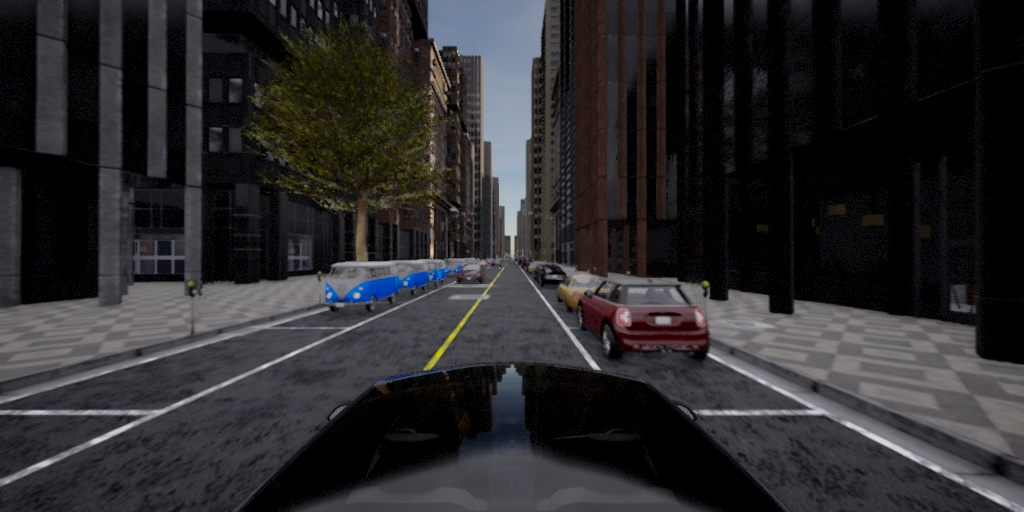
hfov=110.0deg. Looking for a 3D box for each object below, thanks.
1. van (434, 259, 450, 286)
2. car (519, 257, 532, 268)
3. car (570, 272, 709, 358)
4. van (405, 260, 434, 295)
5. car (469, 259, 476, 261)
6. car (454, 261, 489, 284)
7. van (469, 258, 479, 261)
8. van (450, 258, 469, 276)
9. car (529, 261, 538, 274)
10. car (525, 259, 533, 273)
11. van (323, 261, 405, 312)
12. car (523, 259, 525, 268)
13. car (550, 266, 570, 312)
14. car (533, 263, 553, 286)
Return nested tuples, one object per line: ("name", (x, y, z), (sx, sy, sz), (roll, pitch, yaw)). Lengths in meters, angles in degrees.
("van", (-5.750, 1.149, 25.346), (1.690, 1.789, 3.998), (0, 0, 0))
("car", (2.796, 1.235, 64.680), (2.192, 1.841, 5.009), (0, 0, 0))
("car", (2.766, 1.206, 8.492), (1.967, 1.591, 4.097), (0, 0, 0))
("van", (-5.753, 1.134, 19.728), (1.690, 1.789, 3.998), (0, 0, 0))
("car", (-5.741, 1.399, 42.201), (1.888, 1.381, 4.507), (0, 0, 0))
("car", (-3.084, 1.341, 27.969), (1.812, 1.442, 4.674), (0, 0, 0))
("van", (-5.738, 1.210, 47.819), (1.690, 1.789, 3.998), (0, 0, 0))
("van", (-5.744, 1.179, 36.583), (1.690, 1.789, 3.998), (0, 0, 0))
("car", (2.778, 1.389, 30.967), (1.948, 1.339, 4.313), (0, 0, 0))
("car", (2.784, 1.379, 42.375), (1.751, 1.417, 4.829), (0, 0, 0))
("van", (-5.756, 1.120, 14.109), (1.690, 1.789, 3.998), (0, 0, 0))
("car", (2.787, 1.435, 47.823), (1.948, 1.339, 4.313), (0, 0, 0))
("car", (2.769, 1.305, 14.281), (1.751, 1.417, 4.829), (0, 0, 0))
("car", (2.775, 1.374, 25.349), (1.948, 1.339, 4.313), (0, 0, 0))
